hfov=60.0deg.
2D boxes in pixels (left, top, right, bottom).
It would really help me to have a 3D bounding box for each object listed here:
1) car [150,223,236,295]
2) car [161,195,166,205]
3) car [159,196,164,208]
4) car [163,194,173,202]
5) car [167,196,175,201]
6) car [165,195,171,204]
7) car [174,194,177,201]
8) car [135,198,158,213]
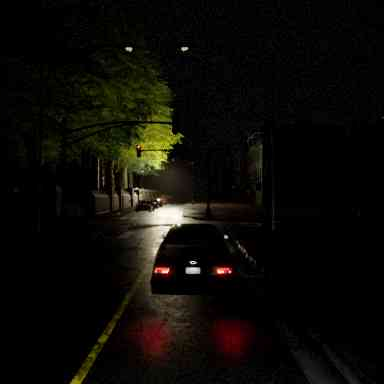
[{"bbox_3d":[0.044,1.552,8.866,2.033,1.411,5.357,0,0,1],"label":"car"},{"bbox_3d":[-5.434,1.626,50.747,1.947,1.339,4.313,1,0,0],"label":"car"},{"bbox_3d":[-5.406,1.599,45.297,2.008,1.369,4.403,1,0,0],"label":"car"},{"bbox_3d":[-5.512,1.425,67.098,2.192,1.841,5.009,1,0,0],"label":"car"},{"bbox_3d":[-5.626,1.736,88.728,1.752,1.417,4.829,1,0,0],"label":"car"},{"bbox_3d":[-5.490,1.673,61.647,1.802,1.307,4.206,1,0,0],"label":"car"},{"bbox_3d":[-5.597,1.623,83.448,1.967,1.590,4.097,1,0,0],"label":"car"},{"bbox_3d":[-5.398,1.587,38.161,2.008,1.369,4.403,1,0,0],"label":"car"}]
